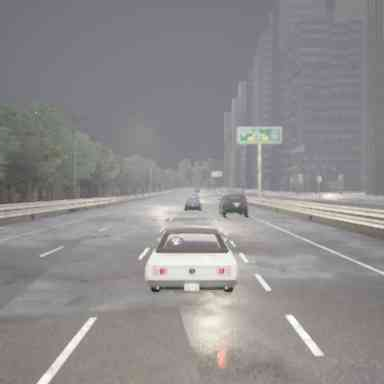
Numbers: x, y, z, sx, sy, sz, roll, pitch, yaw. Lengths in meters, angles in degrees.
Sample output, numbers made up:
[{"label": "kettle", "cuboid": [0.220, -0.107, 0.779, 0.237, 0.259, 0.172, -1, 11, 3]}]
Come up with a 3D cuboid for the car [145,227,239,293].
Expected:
[{"label": "car", "cuboid": [0.001, 1.588, 8.794, 1.895, 1.301, 4.718, 0, 0, 0]}]

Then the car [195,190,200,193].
[{"label": "car", "cuboid": [0.793, 0.939, 92.351, 1.882, 1.535, 5.008, 0, 1, 1]}]

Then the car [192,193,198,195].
[{"label": "car", "cuboid": [0.295, 1.319, 58.453, 1.812, 1.442, 4.674, 0, 0, 1]}]

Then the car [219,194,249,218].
[{"label": "car", "cuboid": [3.662, 1.156, 29.759, 2.150, 2.045, 5.566, 0, 0, 0]}]

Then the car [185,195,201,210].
[{"label": "car", "cuboid": [0.128, 1.456, 40.426, 1.994, 1.385, 4.181, 0, 0, 0]}]
